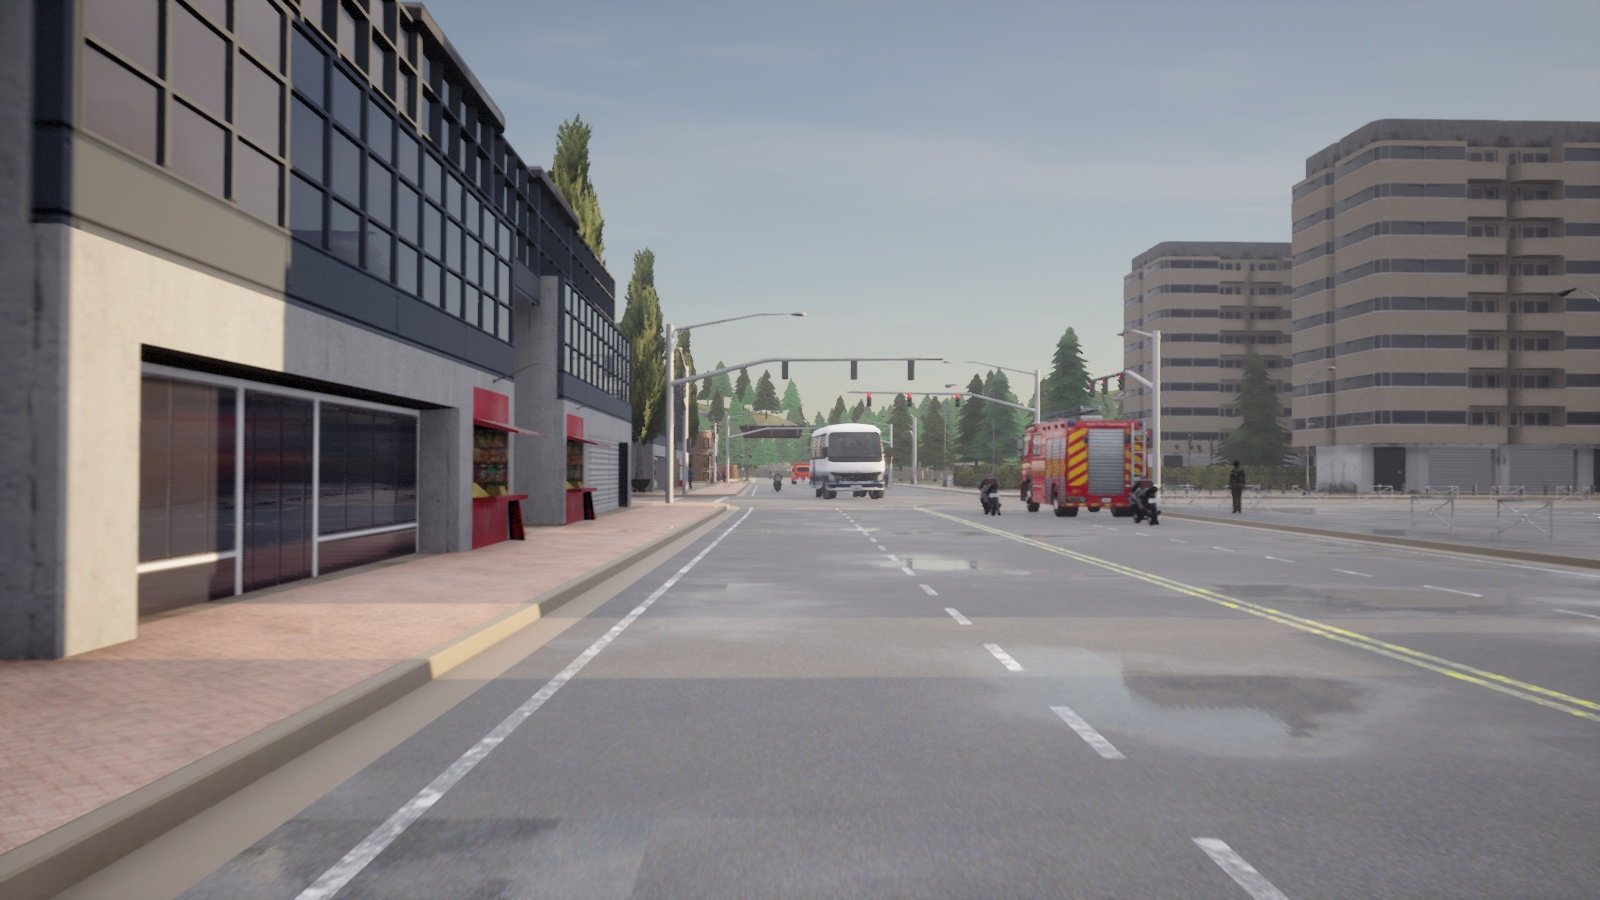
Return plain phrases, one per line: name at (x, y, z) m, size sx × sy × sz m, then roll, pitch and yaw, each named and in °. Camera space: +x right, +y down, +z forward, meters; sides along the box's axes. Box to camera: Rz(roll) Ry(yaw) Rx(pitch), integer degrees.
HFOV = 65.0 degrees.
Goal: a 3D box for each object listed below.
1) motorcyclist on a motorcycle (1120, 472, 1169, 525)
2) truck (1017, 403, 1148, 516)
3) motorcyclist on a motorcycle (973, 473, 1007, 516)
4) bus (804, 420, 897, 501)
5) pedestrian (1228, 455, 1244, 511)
motorcyclist on a motorcycle at (10.407, 1.444, 37.988) m, size 0.866 × 1.530 × 2.191 m, roll 0°, pitch -1°, yaw 0°
truck at (10.346, 0.395, 46.979) m, size 2.891 × 3.827 × 8.468 m, roll 0°, pitch -1°, yaw -1°
motorcyclist on a motorcycle at (6.870, 1.583, 45.452) m, size 0.866 × 1.530 × 2.191 m, roll 0°, pitch -1°, yaw 0°
bus at (2.720, 0.645, 72.738) m, size 3.944 × 4.253 × 10.273 m, roll -1°, pitch -1°, yaw -5°
pedestrian at (15.236, 1.146, 43.850) m, size 0.395 × 1.930 × 0.692 m, roll 0°, pitch -1°, yaw 8°
